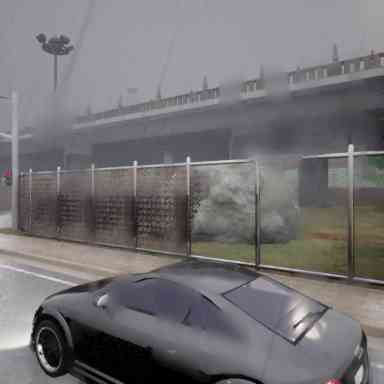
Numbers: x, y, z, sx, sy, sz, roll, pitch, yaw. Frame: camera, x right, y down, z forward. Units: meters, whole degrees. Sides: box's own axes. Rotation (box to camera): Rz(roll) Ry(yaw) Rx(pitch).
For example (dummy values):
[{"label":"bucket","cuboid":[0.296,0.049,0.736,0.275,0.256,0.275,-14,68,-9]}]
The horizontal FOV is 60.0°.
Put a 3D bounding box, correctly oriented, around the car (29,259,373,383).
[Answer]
[{"label":"car","cuboid":[-0.155,1.564,4.101,4.181,1.385,1.994,0,0,36]}]
